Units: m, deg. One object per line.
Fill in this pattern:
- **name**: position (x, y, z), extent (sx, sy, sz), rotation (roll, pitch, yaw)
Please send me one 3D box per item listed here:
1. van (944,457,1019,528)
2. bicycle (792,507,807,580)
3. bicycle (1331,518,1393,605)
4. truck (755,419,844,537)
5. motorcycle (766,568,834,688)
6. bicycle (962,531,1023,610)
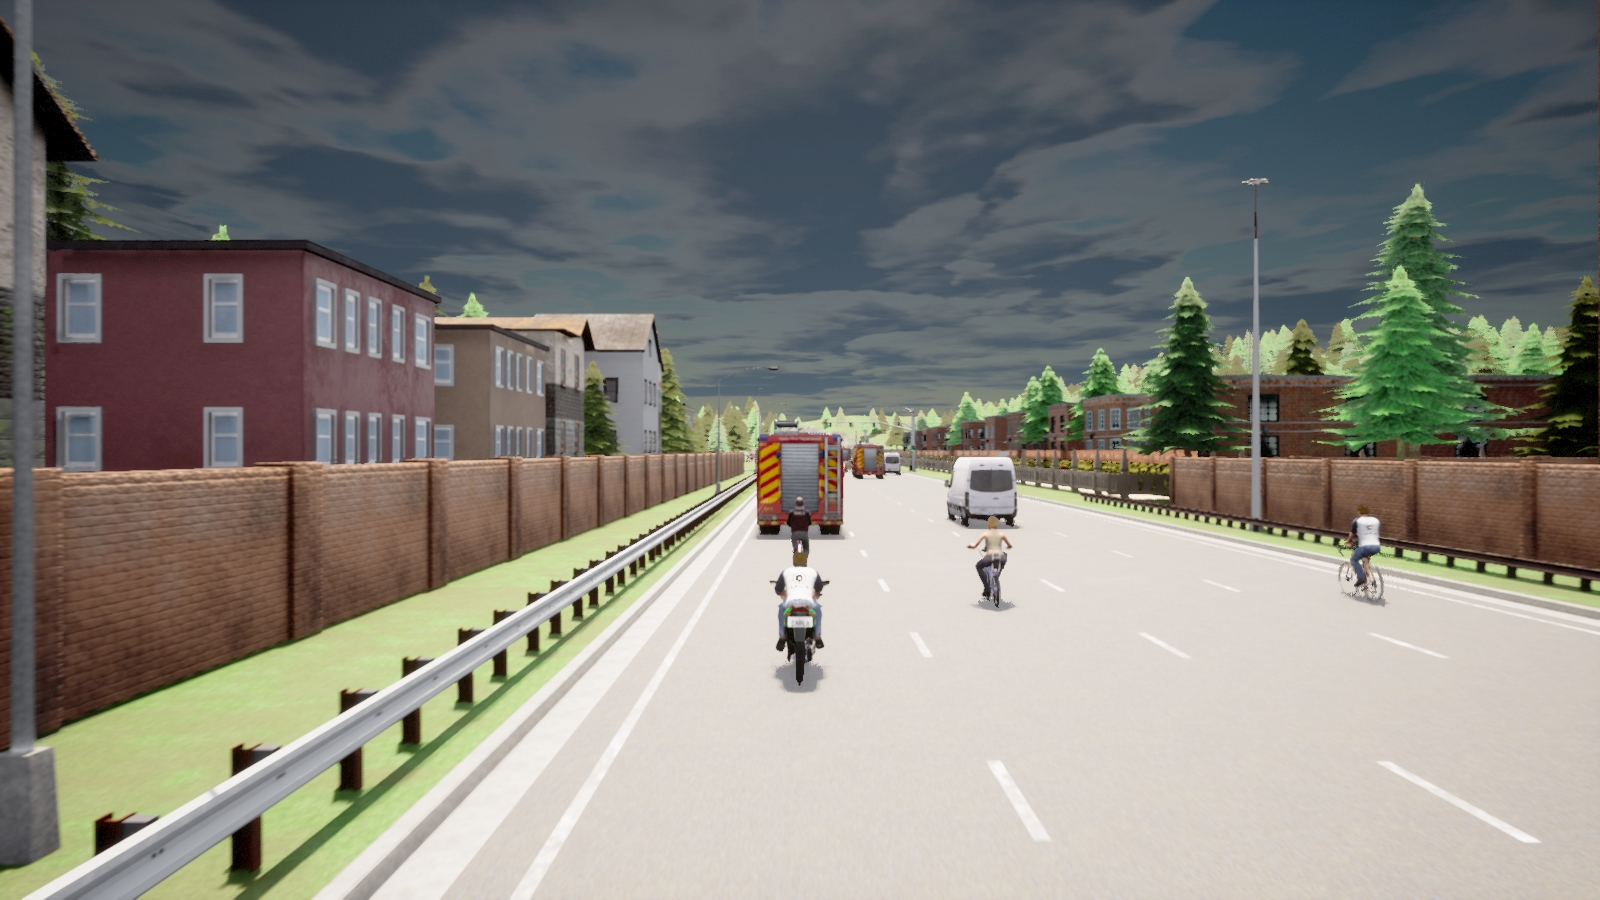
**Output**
- **van**: position (6.988, 1.561, 44.587), extent (1.988, 2.561, 5.915), rotation (0, 0, 0)
- **bicycle**: position (-0.012, 2.076, 25.689), extent (0.329, 1.471, 1.835), rotation (0, 0, 0)
- **bicycle**: position (10.556, 2.069, 21.513), extent (0.373, 1.496, 1.643), rotation (0, 0, 1)
- **truck**: position (-0.012, 0.915, 41.528), extent (2.891, 3.827, 8.468), rotation (0, 0, 0)
- **motorcycle**: position (-0.003, 2.195, 14.449), extent (0.803, 1.199, 2.033), rotation (0, 0, 0)
- **bicycle**: position (3.496, 2.171, 20.835), extent (0.859, 1.277, 1.487), rotation (0, 0, 0)
